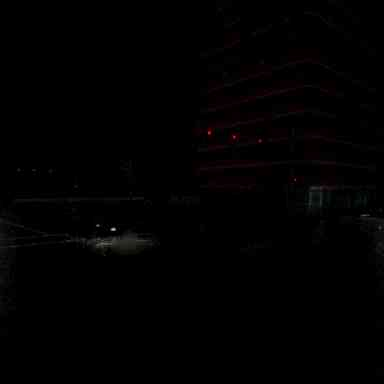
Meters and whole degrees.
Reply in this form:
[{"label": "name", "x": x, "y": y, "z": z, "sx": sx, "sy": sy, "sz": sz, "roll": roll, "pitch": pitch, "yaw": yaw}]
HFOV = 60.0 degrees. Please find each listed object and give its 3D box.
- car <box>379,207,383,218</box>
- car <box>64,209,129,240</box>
[{"label": "car", "x": 18.271, "y": 1.524, "z": 29.456, "sx": 4.674, "sy": 1.442, "sz": 1.812, "roll": 0, "pitch": 0, "yaw": -41}, {"label": "car", "x": -4.963, "y": 1.560, "z": 17.085, "sx": 1.994, "sy": 1.385, "sz": 4.181, "roll": 0, "pitch": 0, "yaw": -40}]
